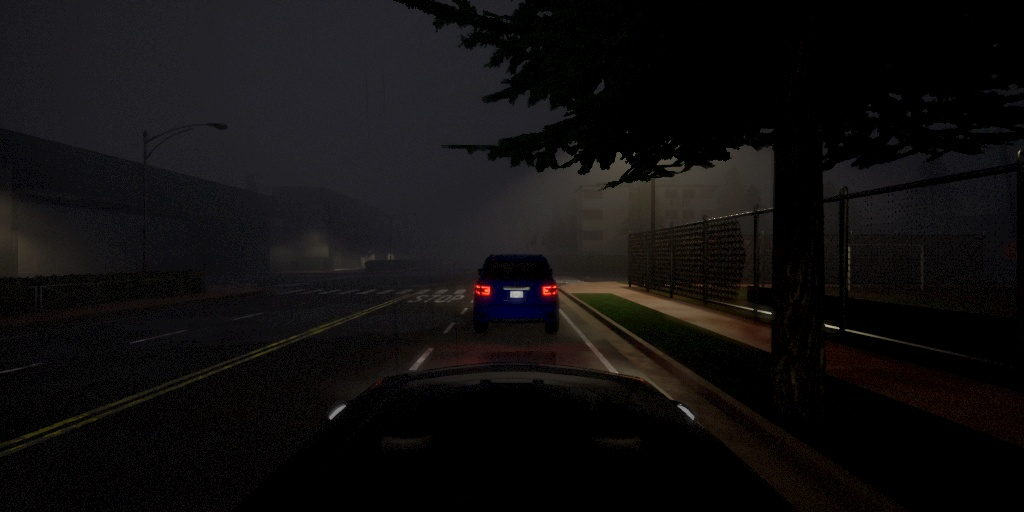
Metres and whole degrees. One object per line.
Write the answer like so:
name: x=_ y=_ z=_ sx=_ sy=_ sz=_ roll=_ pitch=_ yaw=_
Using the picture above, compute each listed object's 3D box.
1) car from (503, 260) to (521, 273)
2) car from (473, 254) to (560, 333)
car: x=0.005 y=1.241 z=45.742 sx=2.128 sy=1.511 sz=4.902 roll=0 pitch=0 yaw=0
car: x=0.111 y=0.972 z=10.889 sx=2.150 sy=2.045 sz=5.566 roll=0 pitch=0 yaw=0
